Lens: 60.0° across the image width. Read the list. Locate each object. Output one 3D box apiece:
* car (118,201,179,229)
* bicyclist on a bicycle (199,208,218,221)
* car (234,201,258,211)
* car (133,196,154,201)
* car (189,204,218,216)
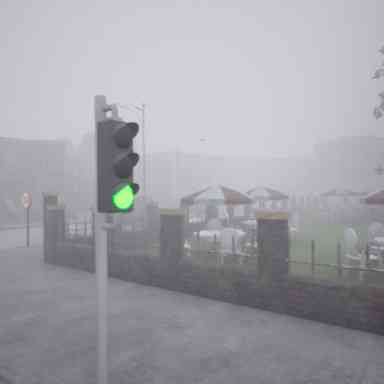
[{"bbox_3d":[-3.153,1.606,22.401,2.128,1.511,4.902,-1,0,35],"label":"car"},{"bbox_3d":[1.106,1.423,21.146,1.656,1.620,0.582,-1,-1,35],"label":"bicyclist on a bicycle"},{"bbox_3d":[7.081,1.670,43.265,4.674,1.442,1.812,0,0,-43],"label":"car"},{"bbox_3d":[-5.221,1.367,26.752,2.150,2.045,5.566,-1,0,35],"label":"car"},{"bbox_3d":[0.723,1.368,35.247,2.150,2.045,5.566,-1,0,34],"label":"car"}]
